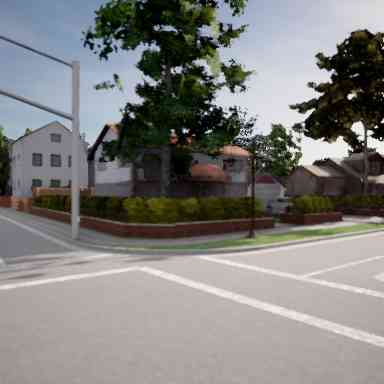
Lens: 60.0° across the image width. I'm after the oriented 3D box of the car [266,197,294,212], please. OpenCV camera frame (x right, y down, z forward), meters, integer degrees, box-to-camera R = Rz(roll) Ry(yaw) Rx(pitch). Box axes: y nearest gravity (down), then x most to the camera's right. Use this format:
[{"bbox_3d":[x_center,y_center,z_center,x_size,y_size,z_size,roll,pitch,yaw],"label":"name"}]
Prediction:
[{"bbox_3d":[9.064,1.229,31.725,1.970,1.475,3.806,0,0,-36],"label":"car"}]
